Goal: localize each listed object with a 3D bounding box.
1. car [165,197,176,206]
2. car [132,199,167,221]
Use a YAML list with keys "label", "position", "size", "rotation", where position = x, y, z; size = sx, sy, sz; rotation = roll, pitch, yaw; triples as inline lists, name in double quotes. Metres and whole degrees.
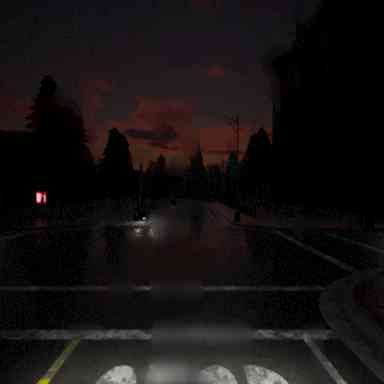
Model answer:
- label: "car"
  position: [-3.459, 1.406, 51.477]
  size: [1.895, 1.301, 4.718]
  rotation: [0, 0, 0]
- label: "car"
  position: [-3.483, 1.521, 26.943]
  size: [2.033, 1.411, 5.357]
  rotation: [0, 0, 0]
